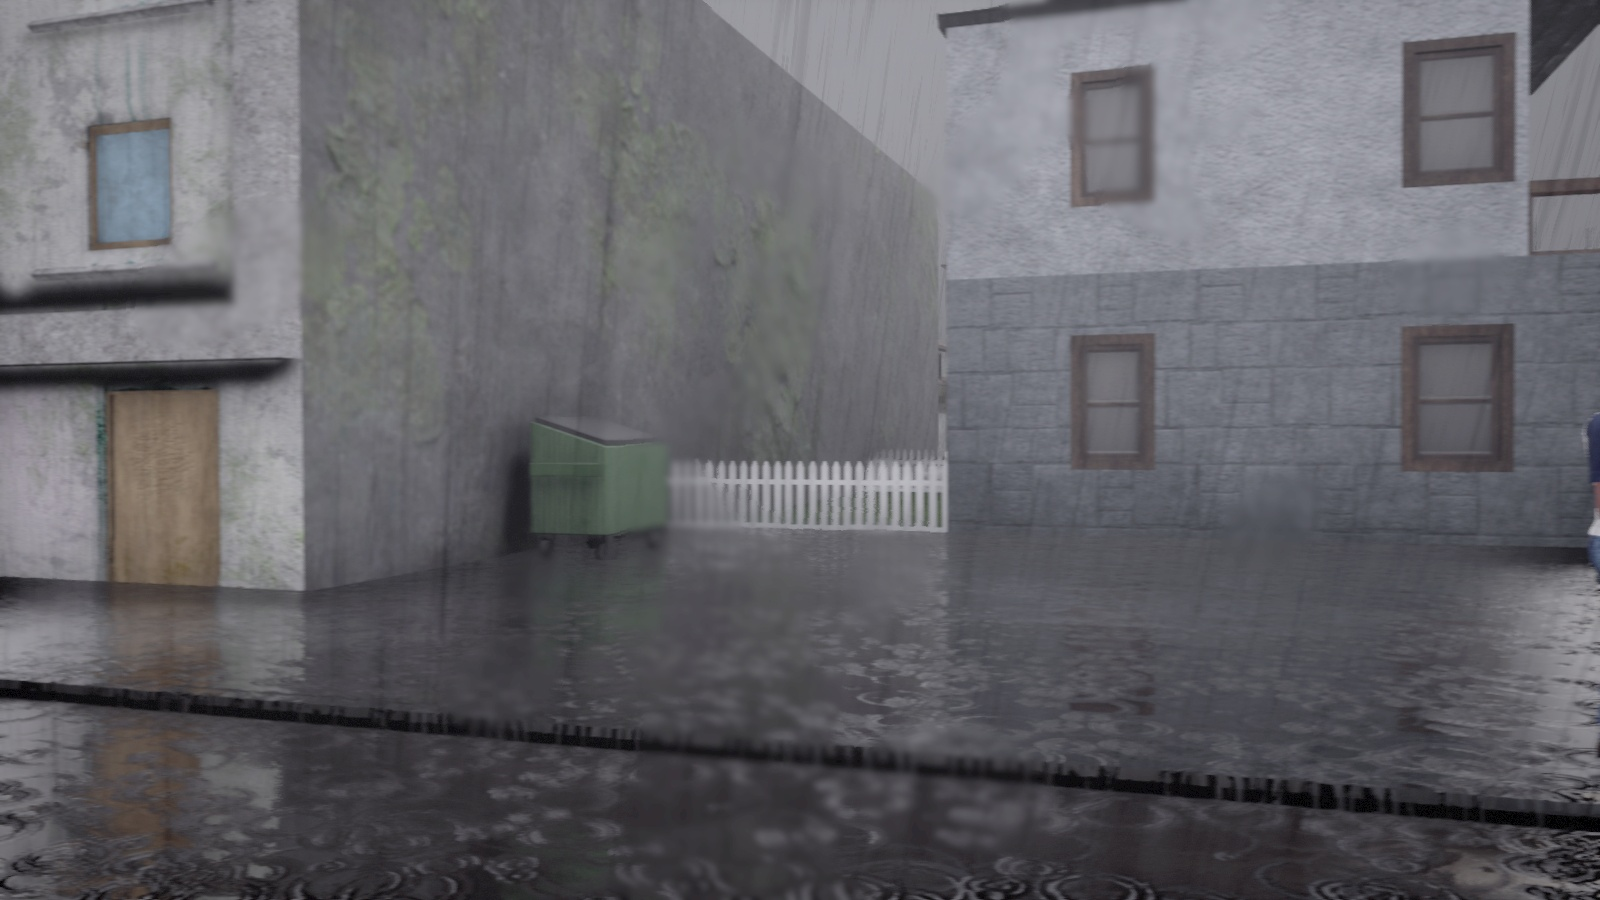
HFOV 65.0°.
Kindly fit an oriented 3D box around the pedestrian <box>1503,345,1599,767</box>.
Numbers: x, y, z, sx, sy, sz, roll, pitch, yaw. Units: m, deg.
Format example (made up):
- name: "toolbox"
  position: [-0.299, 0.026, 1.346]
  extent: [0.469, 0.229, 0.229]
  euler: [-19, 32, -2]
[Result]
- name: "pedestrian"
  position: [3.597, 0.460, 5.593]
  extent: [0.354, 1.836, 0.706]
  euler: [0, 1, -35]
